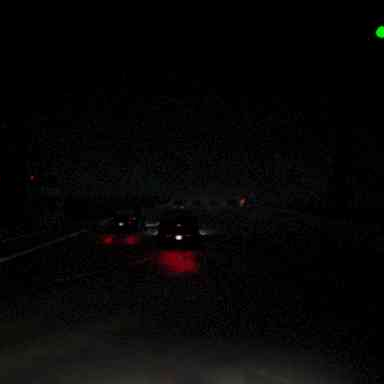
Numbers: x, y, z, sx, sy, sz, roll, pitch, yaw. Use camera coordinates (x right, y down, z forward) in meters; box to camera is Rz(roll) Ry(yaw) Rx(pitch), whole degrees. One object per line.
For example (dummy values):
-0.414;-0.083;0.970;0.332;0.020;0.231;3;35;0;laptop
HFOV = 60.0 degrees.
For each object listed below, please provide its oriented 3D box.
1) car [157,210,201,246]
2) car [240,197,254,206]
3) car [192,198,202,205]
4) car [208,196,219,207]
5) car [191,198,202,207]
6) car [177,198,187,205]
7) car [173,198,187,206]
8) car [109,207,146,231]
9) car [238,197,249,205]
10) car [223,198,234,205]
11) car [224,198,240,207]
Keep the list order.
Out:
-0.632;1.659;16.282;1.837;1.490;4.892;0;-1;-2;car
11.449;2.153;67.490;2.033;1.411;5.357;0;-1;2;car
1.269;2.060;75.498;2.128;1.511;4.902;0;-1;2;car
4.389;2.087;66.192;1.882;1.535;5.008;0;-1;2;car
0.909;2.184;66.751;1.994;1.385;4.181;0;-1;2;car
-2.228;2.095;75.642;1.994;1.385;4.181;0;-1;2;car
-2.574;1.984;67.250;2.097;1.767;4.553;0;-1;2;car
-4.180;1.739;21.985;1.812;1.442;4.674;0;-1;0;car
11.815;2.047;76.401;2.097;1.767;4.553;0;-1;2;car
8.263;2.044;75.211;2.128;1.511;4.902;0;-1;2;car
7.886;2.080;66.048;1.882;1.535;5.008;0;-1;2;car
